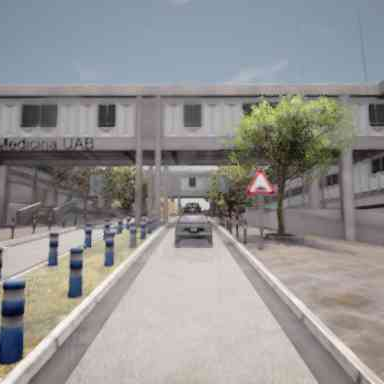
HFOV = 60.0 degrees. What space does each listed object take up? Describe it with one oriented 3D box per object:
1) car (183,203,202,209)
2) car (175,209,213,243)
[{"bbox_3d":[0.060,2.366,40.085,2.150,2.045,5.566,0,-3,0],"label":"car"},{"bbox_3d":[0.083,1.790,17.266,2.033,1.411,5.357,0,-1,0],"label":"car"}]
